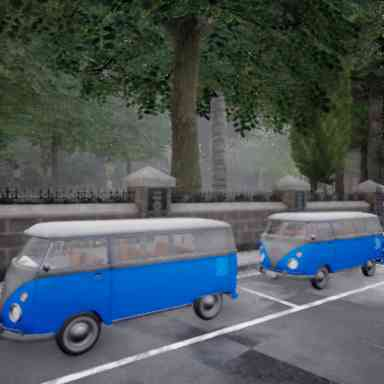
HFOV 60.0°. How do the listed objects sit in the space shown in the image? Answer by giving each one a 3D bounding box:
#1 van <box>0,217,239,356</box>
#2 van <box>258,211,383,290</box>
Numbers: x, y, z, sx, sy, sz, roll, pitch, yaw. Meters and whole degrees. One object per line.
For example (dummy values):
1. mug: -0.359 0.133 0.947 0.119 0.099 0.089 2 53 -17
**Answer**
1. van: -1.022 1.372 5.806 3.998 1.788 1.690 1 -1 -35
2. van: 3.585 1.442 9.089 3.998 1.788 1.690 1 -1 -35
